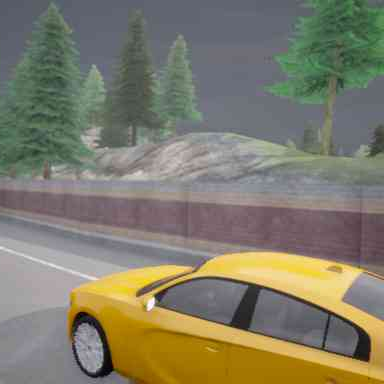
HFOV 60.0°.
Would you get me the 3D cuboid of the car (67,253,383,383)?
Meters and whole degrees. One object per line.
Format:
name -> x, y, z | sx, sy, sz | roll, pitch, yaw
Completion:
car -> 0.663, 1.433, 3.626 | 5.008, 1.535, 1.882 | 2, 1, 36
